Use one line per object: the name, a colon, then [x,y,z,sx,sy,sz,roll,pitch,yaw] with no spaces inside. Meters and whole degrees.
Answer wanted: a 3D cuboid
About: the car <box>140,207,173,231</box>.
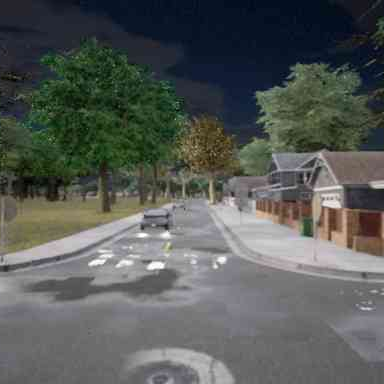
car: [-2.320,1.787,22.669,1.812,1.442,4.674,0,0,1]
